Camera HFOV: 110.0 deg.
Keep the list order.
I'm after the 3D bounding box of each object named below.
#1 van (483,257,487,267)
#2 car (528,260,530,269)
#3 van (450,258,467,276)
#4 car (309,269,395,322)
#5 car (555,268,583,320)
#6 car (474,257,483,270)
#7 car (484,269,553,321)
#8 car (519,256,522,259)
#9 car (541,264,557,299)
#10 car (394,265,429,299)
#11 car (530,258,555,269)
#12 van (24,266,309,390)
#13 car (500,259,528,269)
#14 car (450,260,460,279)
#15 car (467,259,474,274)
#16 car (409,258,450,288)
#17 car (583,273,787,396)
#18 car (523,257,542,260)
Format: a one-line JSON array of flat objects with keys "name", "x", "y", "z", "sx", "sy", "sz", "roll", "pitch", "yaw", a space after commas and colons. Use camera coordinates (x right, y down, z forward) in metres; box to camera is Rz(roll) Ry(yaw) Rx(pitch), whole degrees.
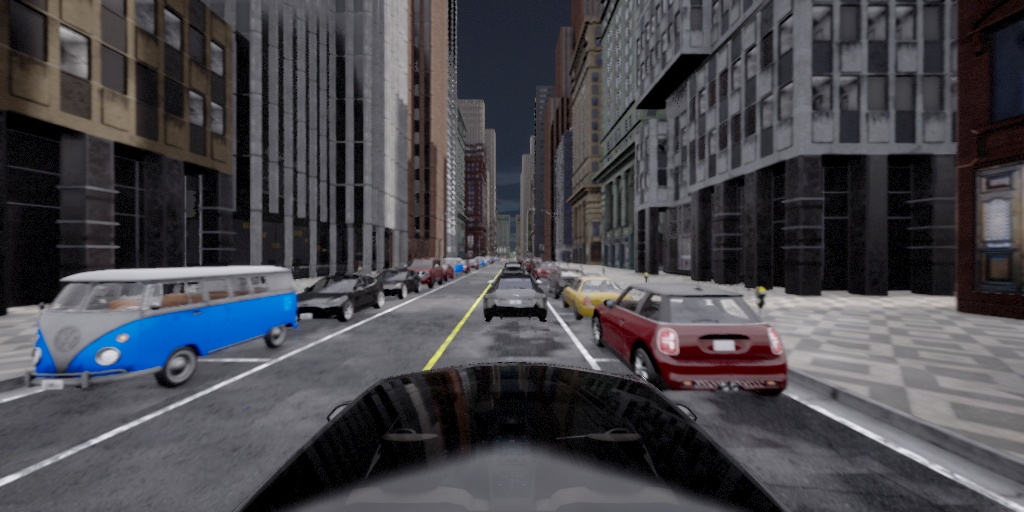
[{"name": "van", "x": -5.748, "y": 1.063, "z": 62.963, "sx": 1.690, "sy": 1.789, "sz": 3.998, "roll": 0, "pitch": 0, "yaw": 0}, {"name": "car", "x": 2.770, "y": 1.300, "z": 34.787, "sx": 1.948, "sy": 1.339, "sz": 4.313, "roll": 0, "pitch": 0, "yaw": 0}, {"name": "van", "x": -5.755, "y": 1.075, "z": 34.779, "sx": 1.690, "sy": 1.789, "sz": 3.998, "roll": 0, "pitch": 0, "yaw": 0}, {"name": "car", "x": -5.760, "y": 1.311, "z": 12.232, "sx": 1.948, "sy": 1.339, "sz": 4.313, "roll": 0, "pitch": 0, "yaw": 0}, {"name": "car", "x": 2.765, "y": 1.270, "z": 12.412, "sx": 1.751, "sy": 1.417, "sz": 4.829, "roll": 0, "pitch": 0, "yaw": 0}, {"name": "car", "x": -5.751, "y": 1.166, "z": 51.690, "sx": 1.967, "sy": 1.591, "sz": 4.097, "roll": 0, "pitch": 0, "yaw": 0}, {"name": "car", "x": 0.103, "y": 1.309, "z": 12.457, "sx": 1.994, "sy": 1.385, "sz": 4.181, "roll": 0, "pitch": 0, "yaw": 0}, {"name": "car", "x": 2.777, "y": 1.161, "z": 62.968, "sx": 1.967, "sy": 1.591, "sz": 4.097, "roll": 0, "pitch": 0, "yaw": 0}, {"name": "car", "x": 2.766, "y": 1.292, "z": 17.878, "sx": 2.007, "sy": 1.370, "sz": 4.403, "roll": 0, "pitch": 0, "yaw": 0}, {"name": "car", "x": -5.759, "y": 1.308, "z": 17.869, "sx": 1.948, "sy": 1.339, "sz": 4.313, "roll": 0, "pitch": 0, "yaw": 0}, {"name": "car", "x": 2.769, "y": 1.176, "z": 29.150, "sx": 1.967, "sy": 1.591, "sz": 4.097, "roll": 0, "pitch": 0, "yaw": 0}, {"name": "van", "x": -5.761, "y": 1.089, "z": 6.595, "sx": 1.690, "sy": 1.789, "sz": 3.998, "roll": 0, "pitch": 0, "yaw": 0}, {"name": "car", "x": 0.107, "y": 1.242, "z": 28.978, "sx": 1.837, "sy": 1.490, "sz": 4.892, "roll": 0, "pitch": 0, "yaw": 0}, {"name": "car", "x": -5.756, "y": 1.282, "z": 29.143, "sx": 1.888, "sy": 1.381, "sz": 4.507, "roll": 0, "pitch": 0, "yaw": 0}, {"name": "car", "x": -5.754, "y": 1.171, "z": 40.416, "sx": 1.967, "sy": 1.591, "sz": 4.097, "roll": 0, "pitch": 0, "yaw": 0}, {"name": "car", "x": -5.757, "y": 1.054, "z": 23.505, "sx": 2.192, "sy": 1.841, "sz": 5.009, "roll": 0, "pitch": 0, "yaw": 0}, {"name": "car", "x": 2.764, "y": 1.187, "z": 6.605, "sx": 1.967, "sy": 1.591, "sz": 4.097, "roll": 0, "pitch": 0, "yaw": 0}, {"name": "car", "x": 2.772, "y": 1.046, "z": 40.423, "sx": 2.192, "sy": 1.841, "sz": 5.009, "roll": 0, "pitch": 0, "yaw": 0}]
